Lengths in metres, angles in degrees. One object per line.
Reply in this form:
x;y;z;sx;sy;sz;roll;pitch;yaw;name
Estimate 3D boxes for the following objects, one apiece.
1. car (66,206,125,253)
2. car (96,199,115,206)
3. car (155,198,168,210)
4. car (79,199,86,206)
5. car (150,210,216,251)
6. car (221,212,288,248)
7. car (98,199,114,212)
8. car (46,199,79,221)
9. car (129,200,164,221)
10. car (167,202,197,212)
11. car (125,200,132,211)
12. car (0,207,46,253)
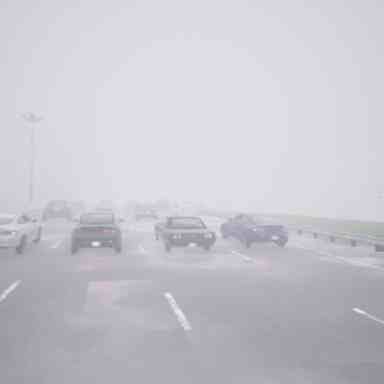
-3.943;1.562;14.035;1.837;1.490;4.892;1;0;-14;car
-7.558;1.641;28.682;1.812;1.442;4.674;1;0;-14;car
-4.278;1.642;44.593;2.097;1.767;4.553;1;0;-14;car
-14.480;1.595;42.105;1.882;1.535;5.008;1;0;-14;car
-0.505;1.710;14.692;1.895;1.301;4.718;1;0;-14;car
2.832;1.691;15.793;1.812;1.442;4.674;1;0;-14;car
-11.083;1.681;42.944;1.837;1.490;4.892;1;0;-14;car
-10.884;1.406;27.556;2.097;1.767;4.553;1;-1;-14;car
-4.071;1.718;29.141;2.033;1.411;5.357;1;0;-14;car
-0.763;1.756;30.359;1.812;1.442;4.674;1;0;-14;car
-7.686;1.780;43.782;2.033;1.411;5.357;1;0;-14;car
-7.360;1.523;13.277;1.812;1.442;4.674;1;0;-14;car
